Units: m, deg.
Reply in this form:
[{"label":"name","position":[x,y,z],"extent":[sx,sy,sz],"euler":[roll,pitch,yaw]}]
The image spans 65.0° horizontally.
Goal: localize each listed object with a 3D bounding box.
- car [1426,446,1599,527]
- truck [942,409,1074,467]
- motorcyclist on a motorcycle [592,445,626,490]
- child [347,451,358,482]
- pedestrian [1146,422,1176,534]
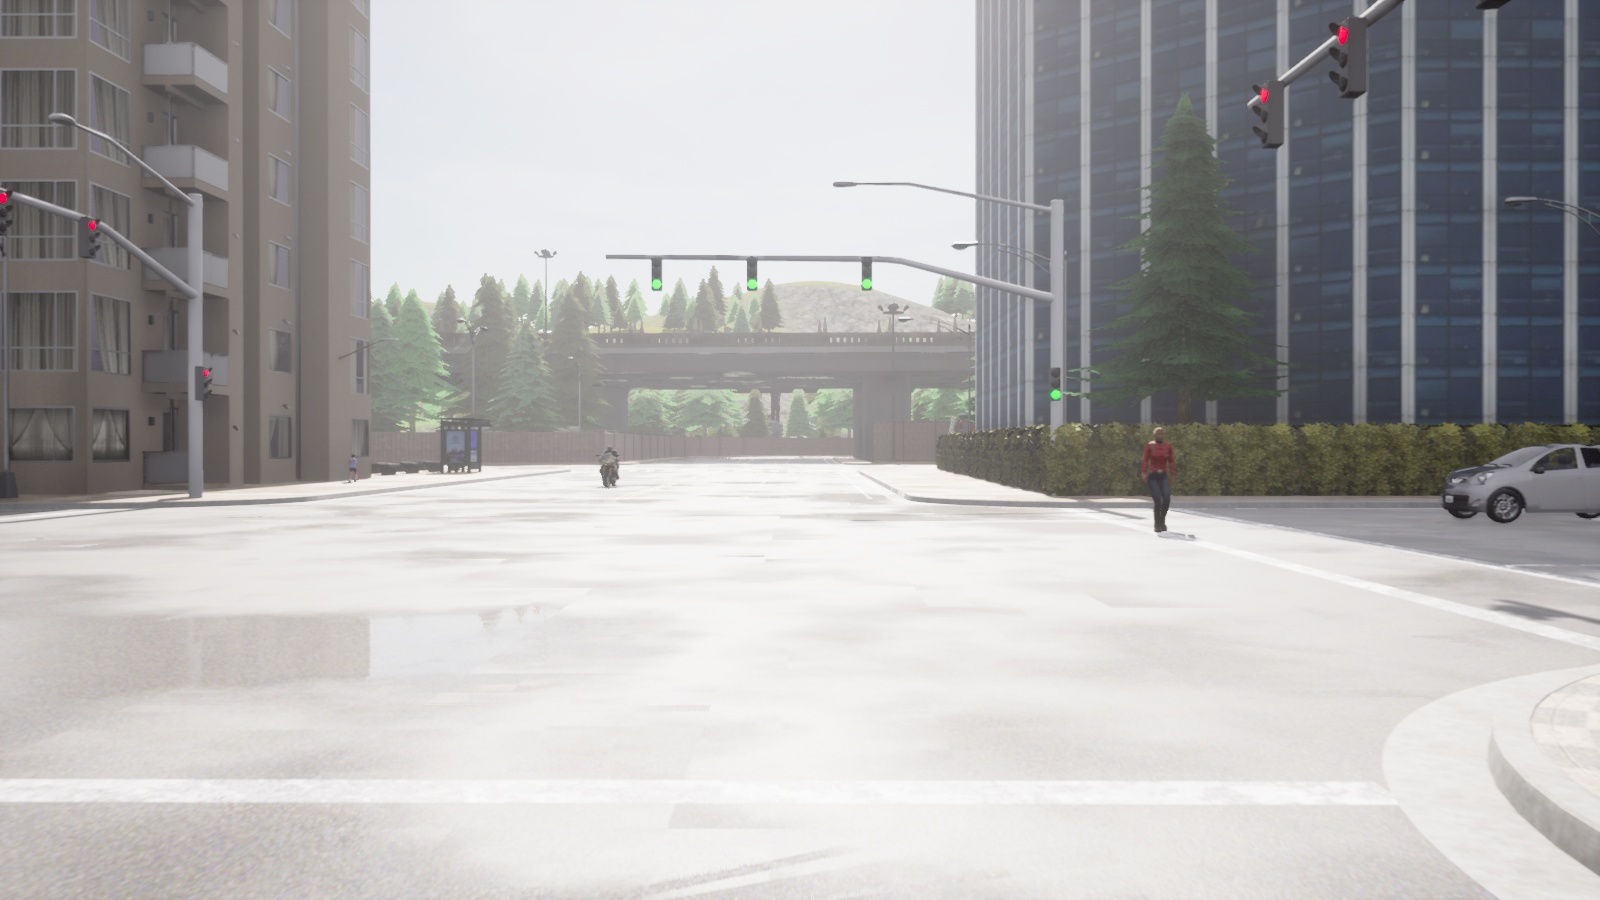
[{"label":"car","position":[14.357,0.677,24.222],"extent":[3.633,1.501,1.845],"euler":[0,0,0]},{"label":"truck","position":[13.950,-0.796,84.673],"extent":[8.468,3.827,2.891],"euler":[0,0,0]},{"label":"motorcyclist on a motorcycle","position":[-6.735,0.601,44.370],"extent":[0.866,1.530,2.191],"euler":[0,0,0]},{"label":"child","position":[-15.989,0.595,44.908],"extent":[0.255,1.110,0.394],"euler":[0,0,0]},{"label":"pedestrian","position":[6.048,0.466,21.041],"extent":[0.331,1.846,0.636],"euler":[0,0,1]}]
